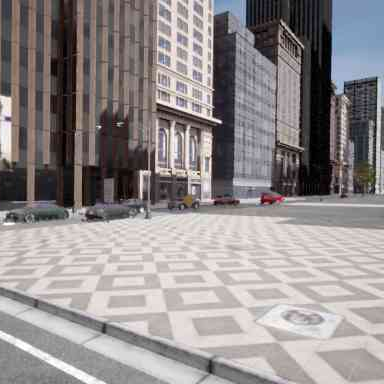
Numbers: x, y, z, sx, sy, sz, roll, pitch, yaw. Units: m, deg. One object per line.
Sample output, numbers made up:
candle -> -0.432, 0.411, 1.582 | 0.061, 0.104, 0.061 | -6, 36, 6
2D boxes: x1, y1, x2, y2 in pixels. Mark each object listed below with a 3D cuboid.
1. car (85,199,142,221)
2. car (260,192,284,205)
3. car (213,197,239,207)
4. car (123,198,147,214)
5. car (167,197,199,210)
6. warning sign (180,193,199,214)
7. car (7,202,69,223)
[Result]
car -> -6.382, 1.508, 26.566 | 1.994, 1.385, 4.181 | 1, 1, 36
car -> 12.983, 1.028, 53.889 | 2.150, 2.045, 5.566 | 1, 1, 35
car -> 4.969, 1.394, 48.036 | 1.895, 1.301, 4.718 | 1, 1, 36
car -> -6.435, 1.377, 31.988 | 1.837, 1.490, 4.892 | 1, 1, 35
car -> -0.988, 1.340, 39.681 | 1.837, 1.490, 4.892 | 1, 1, 35
warning sign -> -0.242, 1.077, 30.668 | 1.300, 1.860, 1.060 | 1, 1, 35
car -> -11.447, 1.470, 24.911 | 1.994, 1.385, 4.181 | 1, 1, 35
